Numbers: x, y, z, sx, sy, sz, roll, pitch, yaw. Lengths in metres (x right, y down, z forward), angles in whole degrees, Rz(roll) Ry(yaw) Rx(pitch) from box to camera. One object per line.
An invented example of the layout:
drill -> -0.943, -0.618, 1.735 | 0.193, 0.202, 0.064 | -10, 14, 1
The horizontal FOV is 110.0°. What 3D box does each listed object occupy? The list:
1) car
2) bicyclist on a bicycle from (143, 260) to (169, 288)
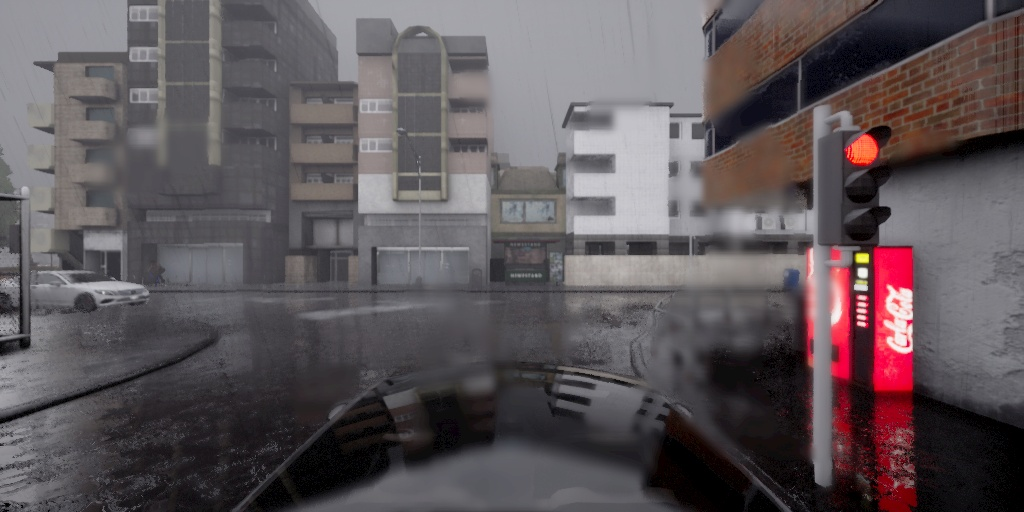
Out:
car -> -16.437, 1.268, 13.372 | 4.674, 1.442, 1.812 | 0, 0, 0
bicyclist on a bicycle -> -21.609, 1.087, 21.745 | 0.582, 1.620, 1.656 | 0, 0, 0
